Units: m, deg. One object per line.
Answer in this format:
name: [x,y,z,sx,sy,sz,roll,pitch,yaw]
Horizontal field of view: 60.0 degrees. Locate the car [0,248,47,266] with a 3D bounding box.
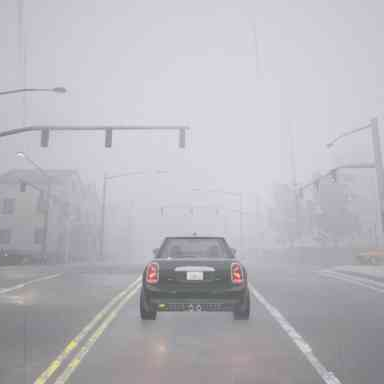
car: [-13.417,4.970,24.816,4.892,1.490,1.837,-7,-11,-2]

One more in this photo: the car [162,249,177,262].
car: [-3.643,10.341,54.281,2.150,2.045,5.566,0,-11,0]

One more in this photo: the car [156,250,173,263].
car: [-3.632,8.629,44.401,1.882,1.535,5.008,0,-11,0]

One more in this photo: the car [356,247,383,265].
car: [16.470,5.363,28.063,5.008,1.535,1.882,0,-11,1]

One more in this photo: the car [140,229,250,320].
car: [0.063,1.807,8.232,2.097,1.767,4.553,0,-7,0]
